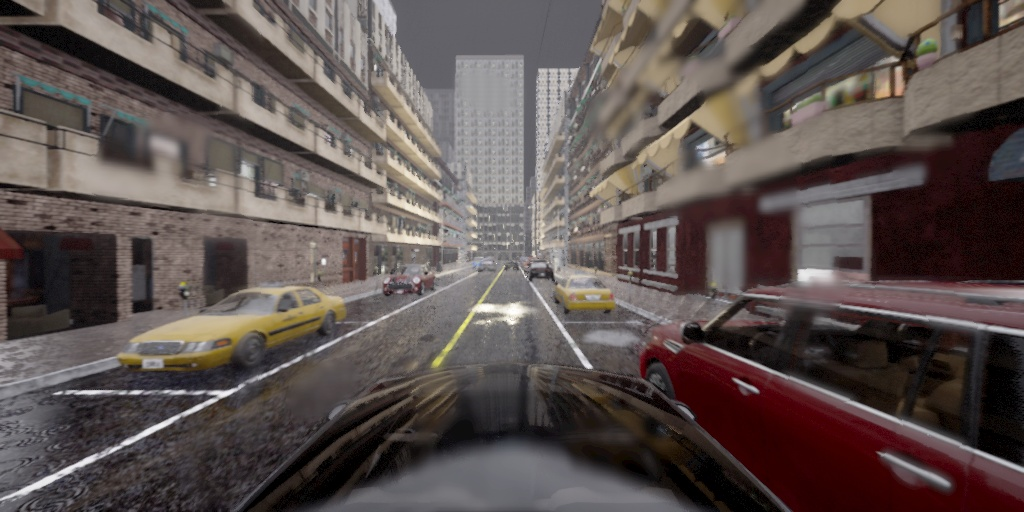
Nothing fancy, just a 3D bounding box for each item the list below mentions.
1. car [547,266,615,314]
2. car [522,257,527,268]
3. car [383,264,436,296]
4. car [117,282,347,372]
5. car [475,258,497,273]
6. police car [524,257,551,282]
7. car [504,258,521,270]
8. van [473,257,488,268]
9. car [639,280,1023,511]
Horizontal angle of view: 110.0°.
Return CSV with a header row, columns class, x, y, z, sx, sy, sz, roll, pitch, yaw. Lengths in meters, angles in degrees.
class,x,y,z,sx,sy,sz,roll,pitch,yaw
car,2.564,1.269,13.632,1.751,1.417,4.829,0,0,0
car,2.562,1.038,41.207,2.192,1.841,5.009,0,0,0
car,-5.317,1.178,18.990,1.967,1.591,4.097,0,0,0
car,-5.316,1.271,7.722,1.751,1.417,4.829,0,0,0
car,-2.836,1.287,41.825,1.994,1.385,4.181,0,0,0
police car,2.241,1.158,28.912,1.930,1.638,5.238,0,0,0
car,0.014,1.223,50.092,1.837,1.490,4.892,0,1,0
van,-5.320,1.050,57.834,1.690,1.789,3.998,0,0,0
car,2.565,1.065,2.364,2.192,1.841,5.009,0,0,0
